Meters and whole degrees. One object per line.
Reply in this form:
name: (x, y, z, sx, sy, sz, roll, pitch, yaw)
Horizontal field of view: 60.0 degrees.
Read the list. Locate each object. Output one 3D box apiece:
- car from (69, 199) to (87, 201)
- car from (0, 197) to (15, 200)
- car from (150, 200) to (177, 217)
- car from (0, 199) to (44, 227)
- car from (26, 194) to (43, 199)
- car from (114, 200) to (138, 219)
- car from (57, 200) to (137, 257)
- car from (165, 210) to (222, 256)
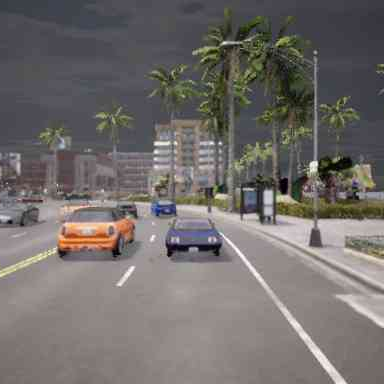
car: (-8.791, 1.338, 25.620, 2.097, 1.767, 4.553, 0, 0, -13)
car: (-32.538, 1.524, 59.038, 4.181, 1.385, 1.994, 0, 0, 34)
car: (-2.739, 1.461, 31.165, 1.882, 1.535, 5.008, 0, 0, -15)
car: (-11.739, 1.480, 22.511, 2.128, 1.511, 4.902, 0, 0, -10)
car: (-29.064, 1.548, 60.906, 4.718, 1.301, 1.895, 0, 0, 36)
car: (-5.981, 1.489, 29.775, 1.837, 1.490, 4.892, 0, 0, -14)
car: (-3.552, 1.345, 13.125, 2.097, 1.767, 4.553, 0, 0, -2)
car: (-0.024, 1.594, 13.065, 1.895, 1.301, 4.718, 0, 0, -2)
